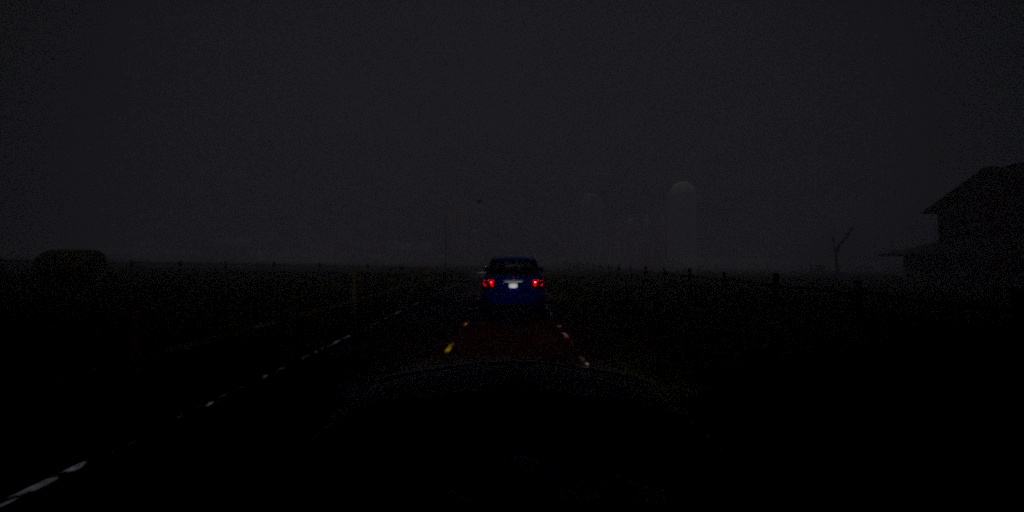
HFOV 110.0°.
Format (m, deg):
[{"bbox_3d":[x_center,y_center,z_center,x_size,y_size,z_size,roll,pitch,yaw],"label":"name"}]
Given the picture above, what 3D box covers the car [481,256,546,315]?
[{"bbox_3d":[0.061,1.022,13.912,2.150,2.045,5.566,0,0,0],"label":"car"}]
